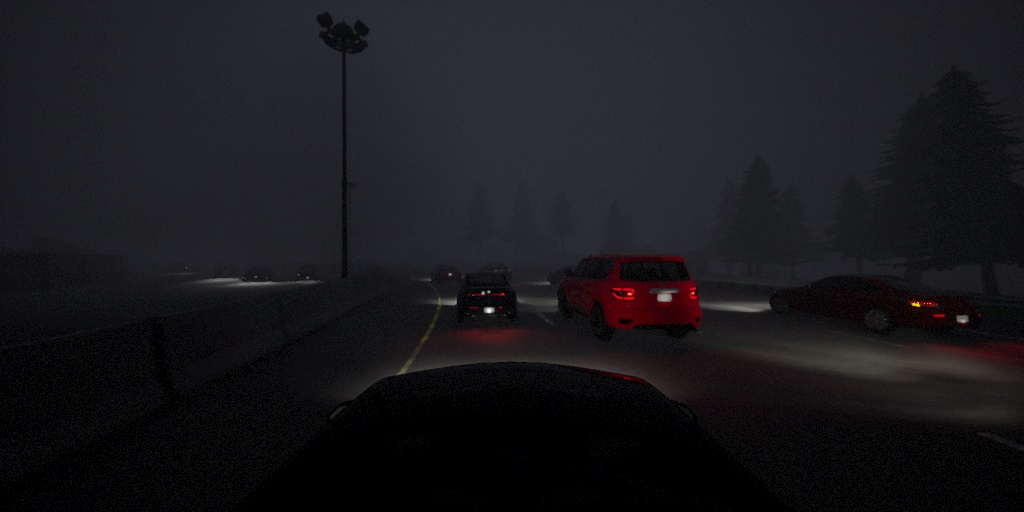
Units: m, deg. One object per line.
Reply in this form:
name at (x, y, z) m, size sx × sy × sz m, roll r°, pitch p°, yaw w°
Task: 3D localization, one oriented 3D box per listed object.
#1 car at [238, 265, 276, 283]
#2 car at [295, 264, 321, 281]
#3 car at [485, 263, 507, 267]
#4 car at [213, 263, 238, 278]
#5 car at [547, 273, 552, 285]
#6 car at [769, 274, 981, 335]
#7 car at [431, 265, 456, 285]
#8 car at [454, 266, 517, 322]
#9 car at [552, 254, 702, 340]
car at (-21.363, 1.479, 30.390) m, size 1.994 × 1.385 × 4.181 m, roll 0°, pitch 0°, yaw -28°
car at (-18.434, 1.451, 32.505) m, size 2.033 × 1.411 × 5.357 m, roll 0°, pitch 0°, yaw -28°
car at (-1.467, 1.301, 28.622) m, size 2.128 × 1.511 × 4.902 m, roll 0°, pitch 0°, yaw -19°
car at (-29.614, 1.463, 37.213) m, size 2.128 × 1.511 × 4.902 m, roll 0°, pitch 0°, yaw -37°
car at (3.989, 1.318, 23.221) m, size 2.033 × 1.411 × 5.357 m, roll 0°, pitch 0°, yaw -15°
car at (9.846, 1.242, 10.306) m, size 1.812 × 1.442 × 4.674 m, roll 0°, pitch 0°, yaw -6°
car at (-5.425, 1.395, 29.290) m, size 1.994 × 1.385 × 4.181 m, roll 0°, pitch 0°, yaw -20°
car at (-0.981, 1.280, 12.462) m, size 1.837 × 1.490 × 4.892 m, roll 0°, pitch 0°, yaw -8°
car at (2.898, 0.973, 10.155) m, size 2.150 × 2.045 × 5.566 m, roll 0°, pitch 0°, yaw -6°
